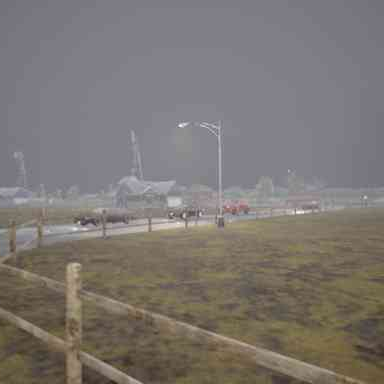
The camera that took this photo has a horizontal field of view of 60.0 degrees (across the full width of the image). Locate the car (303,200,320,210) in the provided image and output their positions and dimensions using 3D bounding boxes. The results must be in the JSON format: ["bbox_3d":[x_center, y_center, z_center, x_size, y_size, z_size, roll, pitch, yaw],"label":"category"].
[{"bbox_3d":[21.294,2.343,59.033,2.097,1.767,4.553,-2,-2,36],"label":"car"}]

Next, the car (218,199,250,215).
[{"bbox_3d":[5.557,1.909,43.390,2.150,2.045,5.566,-2,-2,36],"label":"car"}]

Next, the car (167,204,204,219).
[{"bbox_3d":[-0.637,2.010,34.729,1.837,1.490,4.892,-2,-2,36],"label":"car"}]

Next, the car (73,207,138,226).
[{"bbox_3d":[-6.658,1.881,26.314,2.033,1.411,5.357,-2,-2,36],"label":"car"}]
